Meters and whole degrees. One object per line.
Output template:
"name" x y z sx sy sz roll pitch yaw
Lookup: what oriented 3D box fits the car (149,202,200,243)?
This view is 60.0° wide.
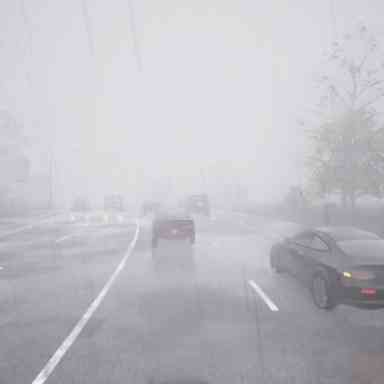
"car" -0.979 1.477 16.124 1.882 1.535 5.008 0 0 -6

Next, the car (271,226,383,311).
"car" 3.251 1.517 7.670 1.812 1.442 4.674 0 0 -3

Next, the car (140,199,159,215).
"car" -4.209 1.480 34.208 1.882 1.535 5.008 0 0 -13

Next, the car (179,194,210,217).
"car" 0.121 1.220 31.076 2.150 2.045 5.566 0 0 -12

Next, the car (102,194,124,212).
"car" -9.206 1.228 38.821 2.150 2.045 5.566 0 0 -16

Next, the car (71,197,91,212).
"car" -12.712 1.360 38.246 2.097 1.767 4.553 0 0 -16
